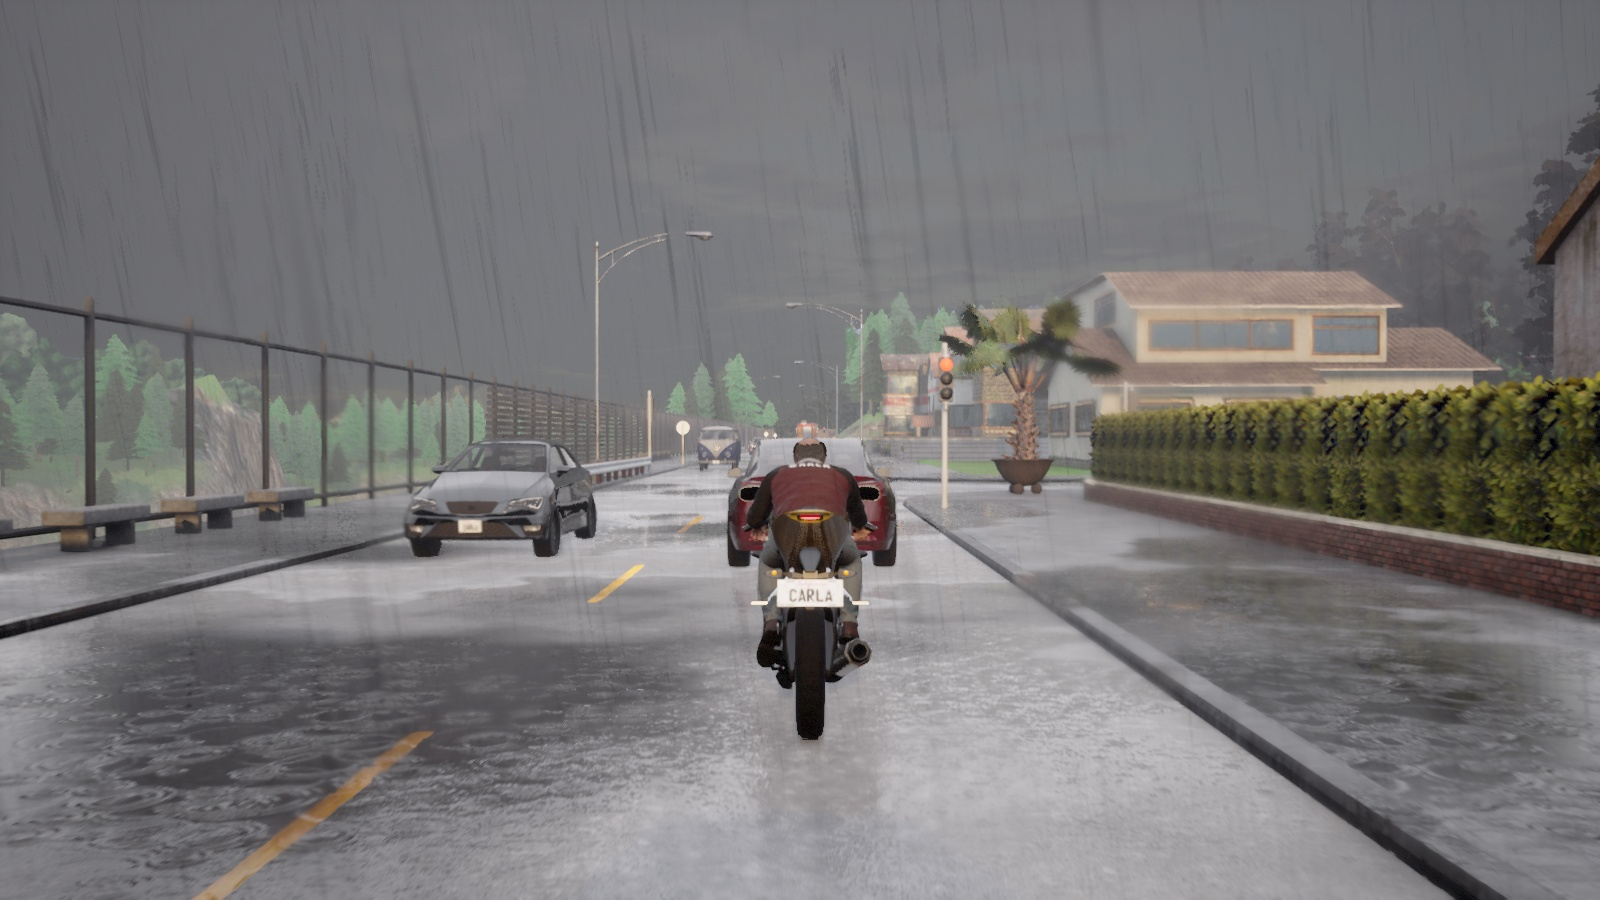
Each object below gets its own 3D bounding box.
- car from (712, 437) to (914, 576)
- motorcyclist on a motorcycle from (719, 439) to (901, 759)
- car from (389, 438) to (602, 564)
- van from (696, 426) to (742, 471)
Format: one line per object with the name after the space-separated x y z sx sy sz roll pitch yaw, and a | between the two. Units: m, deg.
0.127 0.581 15.796 2.163 1.488 4.792 0 1 0 | car
0.054 0.706 7.096 0.866 1.530 2.191 0 0 0 | motorcyclist on a motorcycle
-3.893 0.581 16.794 1.816 1.474 4.193 0 1 0 | car
-3.668 -0.102 57.230 1.775 1.987 4.442 0 1 0 | van
